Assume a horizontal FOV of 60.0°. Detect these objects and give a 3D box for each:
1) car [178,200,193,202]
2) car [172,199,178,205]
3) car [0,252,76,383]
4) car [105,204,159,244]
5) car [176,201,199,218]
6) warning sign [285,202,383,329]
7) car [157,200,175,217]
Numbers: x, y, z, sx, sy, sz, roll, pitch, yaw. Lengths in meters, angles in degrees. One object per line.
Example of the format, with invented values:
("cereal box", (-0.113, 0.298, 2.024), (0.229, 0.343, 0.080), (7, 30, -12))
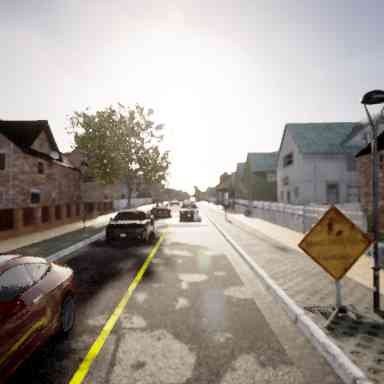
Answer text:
("car", (-0.436, 1.868, 46.634), (2.128, 1.511, 4.902), (0, -1, 0))
("car", (-3.501, 2.197, 69.644), (2.033, 1.411, 5.357), (0, -1, -1))
("car", (-2.866, 1.564, 4.034), (1.812, 1.442, 4.674), (0, -1, -1))
("car", (-3.010, 1.603, 16.887), (1.882, 1.535, 5.008), (0, 0, -1))
("car", (-0.272, 1.834, 32.214), (1.895, 1.301, 4.718), (0, -1, 0))
("warning sign", (2.430, 1.140, 5.627), (1.300, 1.860, 1.060), (-3, -3, -1))
("car", (-3.113, 1.833, 34.441), (1.994, 1.385, 4.181), (0, -1, 0))
